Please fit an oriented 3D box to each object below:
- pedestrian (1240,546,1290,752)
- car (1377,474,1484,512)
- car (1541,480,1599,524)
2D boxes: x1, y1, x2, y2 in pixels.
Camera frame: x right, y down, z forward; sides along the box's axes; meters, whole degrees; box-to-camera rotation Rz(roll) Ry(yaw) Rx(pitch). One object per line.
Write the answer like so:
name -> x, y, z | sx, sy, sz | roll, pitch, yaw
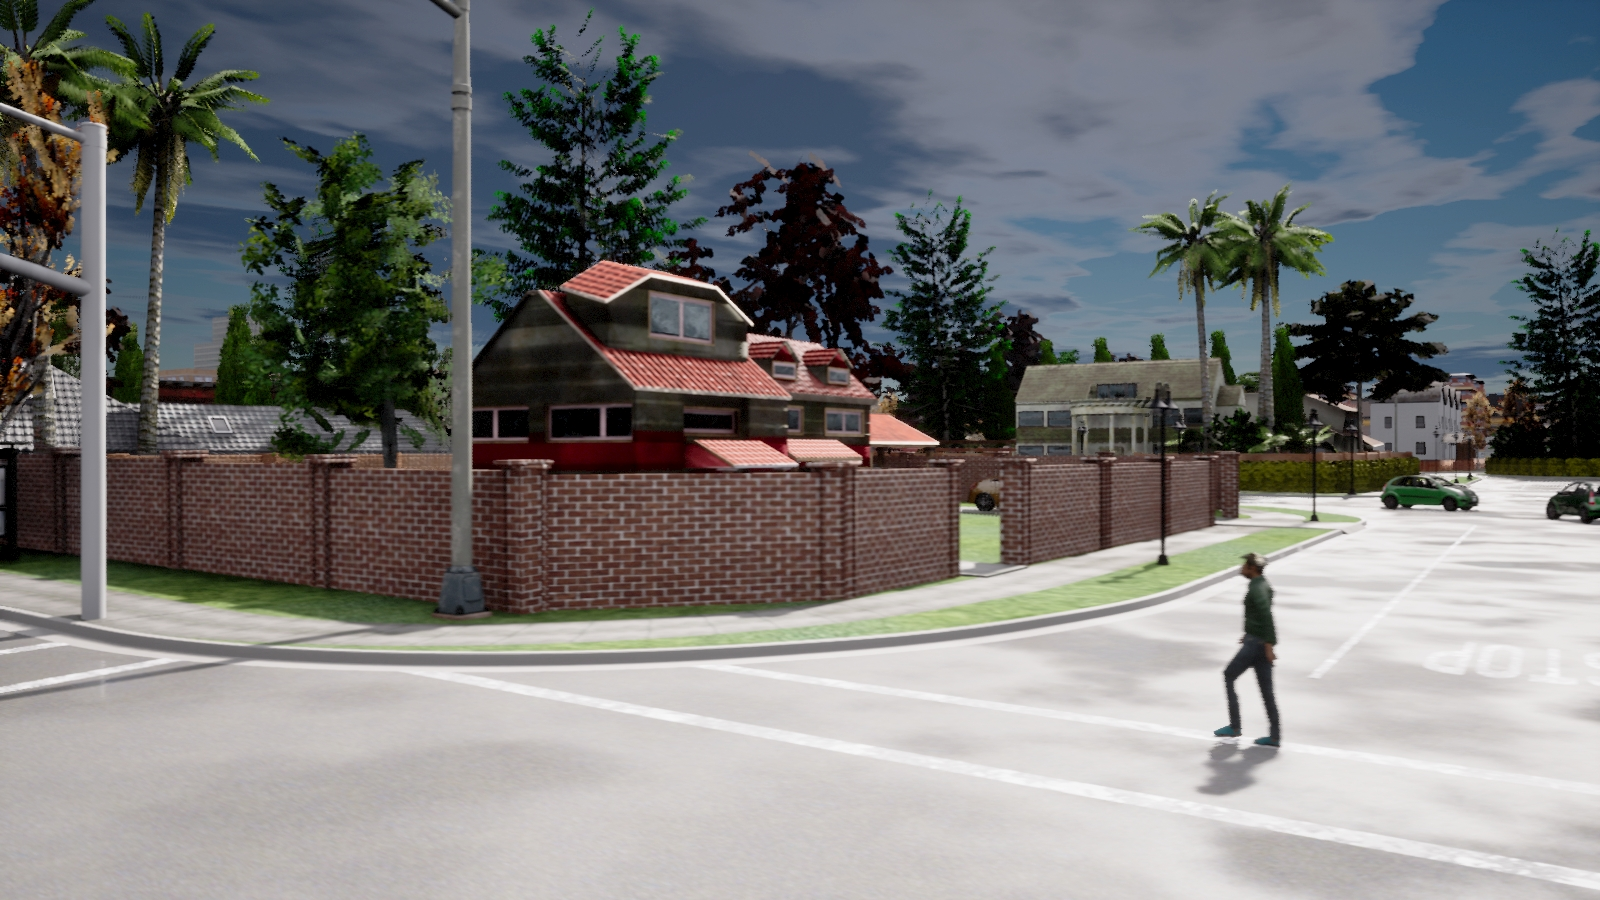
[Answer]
pedestrian -> 4.407, 1.864, 10.821 | 0.375, 1.860, 0.375 | 0, 0, 32
car -> 29.526, 1.993, 53.589 | 1.851, 1.617, 3.988 | 0, 0, -35
car -> 31.669, 2.047, 45.873 | 1.851, 1.617, 3.988 | 0, 0, 10
